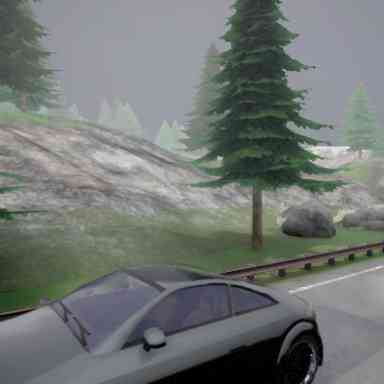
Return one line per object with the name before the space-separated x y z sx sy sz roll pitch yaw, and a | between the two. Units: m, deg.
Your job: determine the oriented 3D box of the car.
car | -0.473 1.564 3.619 4.181 1.385 1.994 0 0 -35
